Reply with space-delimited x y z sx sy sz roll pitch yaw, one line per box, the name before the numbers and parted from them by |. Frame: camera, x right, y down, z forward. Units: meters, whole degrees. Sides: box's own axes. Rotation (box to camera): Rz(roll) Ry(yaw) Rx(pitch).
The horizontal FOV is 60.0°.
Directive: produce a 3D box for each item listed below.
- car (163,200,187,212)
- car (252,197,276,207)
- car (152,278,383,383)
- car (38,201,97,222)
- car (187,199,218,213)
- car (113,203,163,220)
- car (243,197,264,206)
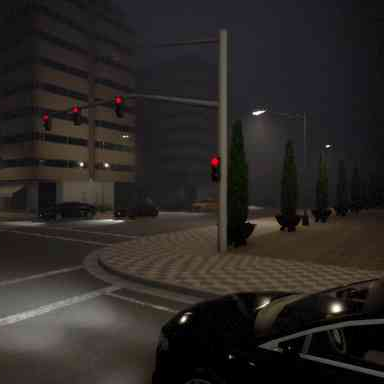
car | -1.745 1.603 39.532 2.033 1.411 5.357 0 0 35
car | 11.495 1.547 52.091 2.128 1.511 4.902 0 0 36
car | 1.834 1.492 2.665 4.902 1.511 2.128 0 0 36
car | -10.226 1.560 27.528 1.837 1.490 4.892 0 0 35
car | 1.910 1.533 38.635 1.882 1.535 5.008 0 0 35
car | -4.851 1.619 29.072 1.994 1.385 4.181 0 0 35
car | 10.511 1.622 56.714 1.994 1.385 4.181 0 0 35
